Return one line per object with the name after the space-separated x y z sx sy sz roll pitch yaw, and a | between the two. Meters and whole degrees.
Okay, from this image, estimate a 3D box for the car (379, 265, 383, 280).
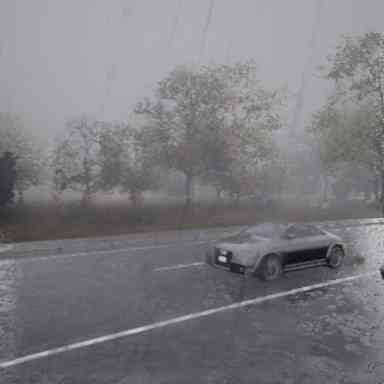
6.758 1.537 7.996 5.357 1.411 2.033 0 0 -31 | car

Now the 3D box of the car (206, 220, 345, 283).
2.479 1.542 9.642 4.181 1.385 1.994 0 0 -32 | car
